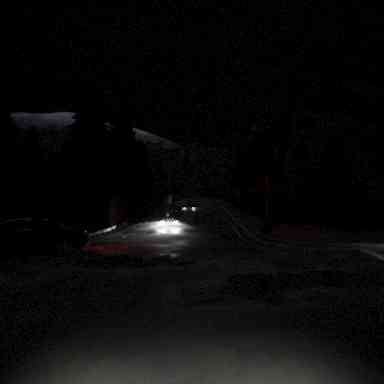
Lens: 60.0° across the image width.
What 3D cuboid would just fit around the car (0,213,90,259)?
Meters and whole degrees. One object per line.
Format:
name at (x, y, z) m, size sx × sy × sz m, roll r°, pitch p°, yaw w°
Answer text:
car at (-6.008, 1.506, 11.281) m, size 4.902 × 1.511 × 2.128 m, roll 1°, pitch 2°, yaw -35°

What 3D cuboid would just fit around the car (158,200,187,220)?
car at (-1.976, 1.760, 31.252) m, size 2.128 × 1.511 × 4.902 m, roll 0°, pitch 0°, yaw 3°

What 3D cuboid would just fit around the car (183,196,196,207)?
car at (-0.379, 1.763, 62.648) m, size 2.150 × 2.045 × 5.566 m, roll 0°, pitch -1°, yaw 3°
